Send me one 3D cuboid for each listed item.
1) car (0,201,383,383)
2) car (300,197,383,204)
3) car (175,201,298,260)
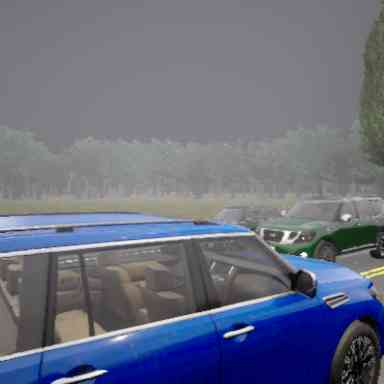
[{"bbox_3d":[-0.350,1.217,3.188,5.566,2.045,2.150,0,0,-36],"label":"car"},{"bbox_3d":[4.417,1.187,10.825,5.566,2.045,2.150,0,0,-36],"label":"car"},{"bbox_3d":[1.820,1.322,12.966,4.553,1.767,2.097,0,0,-36],"label":"car"}]
